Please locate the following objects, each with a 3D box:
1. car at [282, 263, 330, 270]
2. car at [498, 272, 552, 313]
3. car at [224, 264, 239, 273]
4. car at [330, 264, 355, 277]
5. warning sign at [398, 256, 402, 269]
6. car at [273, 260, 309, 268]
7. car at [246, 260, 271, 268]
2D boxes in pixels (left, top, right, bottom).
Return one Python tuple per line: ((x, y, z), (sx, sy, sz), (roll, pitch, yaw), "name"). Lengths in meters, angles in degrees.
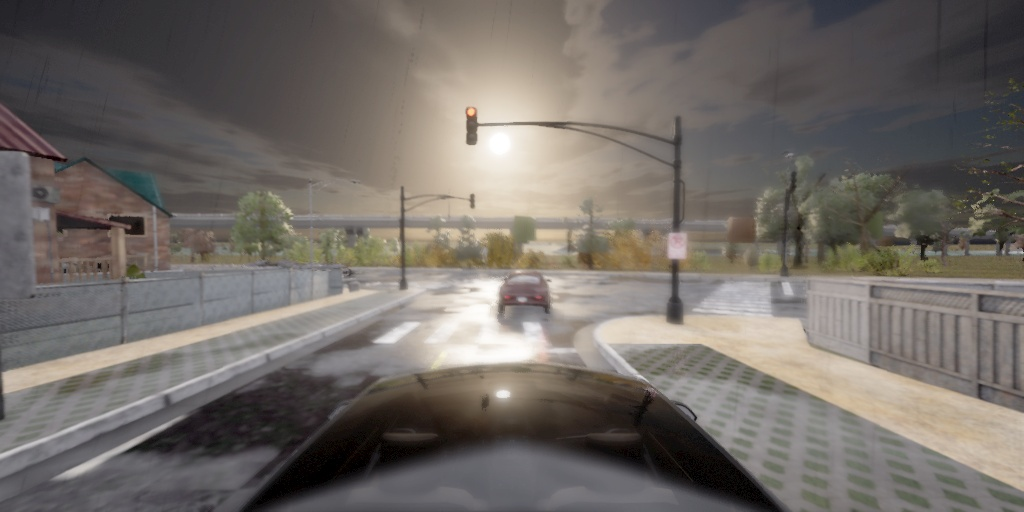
((-20.513, 1.690, 35.664), (4.718, 1.301, 1.895), (-1, 2, 36), "car")
((0.578, 1.328, 14.020), (1.812, 1.442, 4.674), (0, -2, 6), "car")
((-39.177, 1.839, 49.259), (4.181, 1.385, 1.994), (-1, 1, 36), "car")
((-19.101, 1.535, 38.651), (5.357, 1.411, 2.033), (-1, 2, 36), "car")
((-14.374, 0.800, 46.903), (1.060, 1.860, 1.300), (0, 0, 36), "warning sign")
((-32.222, 1.518, 52.318), (4.902, 1.511, 2.128), (-1, 2, 36), "car")
((-37.354, 1.733, 51.951), (4.181, 1.385, 1.994), (-1, 1, 36), "car")
